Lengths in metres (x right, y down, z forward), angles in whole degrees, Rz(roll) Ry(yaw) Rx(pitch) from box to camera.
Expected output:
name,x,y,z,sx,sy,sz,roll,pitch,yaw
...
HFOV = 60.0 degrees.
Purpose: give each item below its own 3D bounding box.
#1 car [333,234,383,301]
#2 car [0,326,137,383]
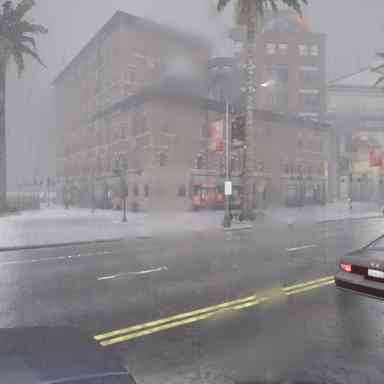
name,x,y,z,sx,sy,sz,roll,pitch,yaw
car,5.434,1.547,7.572,5.357,1.411,2.033,0,0,-35
car,-2.866,1.547,1.640,5.357,1.411,2.033,0,0,-37
